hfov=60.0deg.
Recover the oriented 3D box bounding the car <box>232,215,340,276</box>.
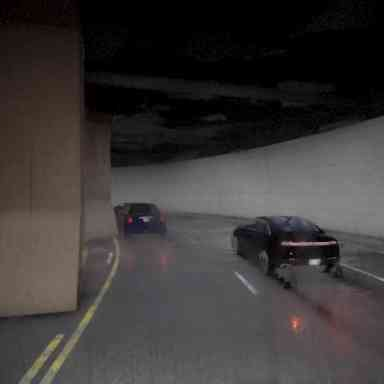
[{"bbox_3d":[2.621,1.480,10.426,2.128,1.511,4.902,0,0,-8],"label":"car"}]

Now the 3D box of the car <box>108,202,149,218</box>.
[{"bbox_3d":[-6.050,1.629,31.096,1.895,1.301,4.718,0,0,-37],"label":"car"}]

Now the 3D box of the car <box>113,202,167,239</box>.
[{"bbox_3d":[-2.850,1.366,17.903,2.097,1.767,4.553,0,0,-19],"label":"car"}]
